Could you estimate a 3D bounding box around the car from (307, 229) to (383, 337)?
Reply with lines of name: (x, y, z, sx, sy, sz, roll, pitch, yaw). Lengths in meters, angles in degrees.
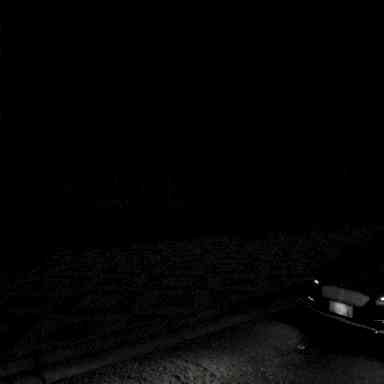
car: (4.222, 1.492, 6.432, 4.902, 1.511, 2.128, 0, 0, -36)
